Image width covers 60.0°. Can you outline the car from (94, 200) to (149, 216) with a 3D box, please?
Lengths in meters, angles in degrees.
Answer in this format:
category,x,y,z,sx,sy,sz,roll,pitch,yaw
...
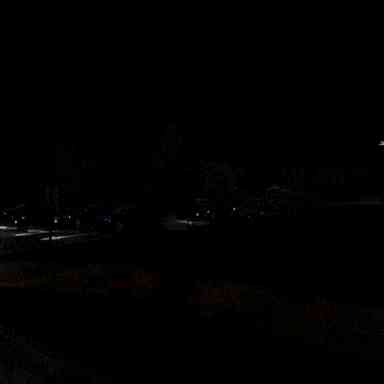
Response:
category,x,y,z,sx,sy,sz,roll,pitch,yaw
car,-6.970,1.547,33.492,2.033,1.411,5.357,0,0,36

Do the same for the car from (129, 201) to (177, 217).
category,x,y,z,sx,sy,sz,roll,pitch,yaw
car,-3.664,1.601,32.089,1.895,1.301,4.718,0,0,36

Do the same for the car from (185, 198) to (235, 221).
category,x,y,z,sx,sy,sz,roll,pitch,yaw
car,1.825,1.505,27.735,1.837,1.490,4.892,0,0,36

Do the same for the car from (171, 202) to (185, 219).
category,x,y,z,sx,sy,sz,roll,pitch,yaw
car,-1.123,1.601,29.632,1.895,1.301,4.718,0,0,36

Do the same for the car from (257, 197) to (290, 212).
category,x,y,z,sx,sy,sz,roll,pitch,yaw
car,9.862,1.478,38.755,1.882,1.535,5.008,0,1,36

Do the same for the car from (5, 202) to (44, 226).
category,x,y,z,sx,sy,sz,roll,pitch,yaw
car,-9.817,1.547,23.637,2.033,1.411,5.357,0,0,36

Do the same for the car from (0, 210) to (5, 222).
category,x,y,z,sx,sy,sz,roll,pitch,yaw
car,-12.614,1.526,25.742,1.812,1.442,4.674,0,0,36

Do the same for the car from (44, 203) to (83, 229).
category,x,y,z,sx,sy,sz,roll,pitch,yaw
car,-6.725,1.491,21.938,2.128,1.511,4.902,0,0,36

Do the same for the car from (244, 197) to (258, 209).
category,x,y,z,sx,sy,sz,roll,pitch,yaw
car,9.127,1.506,43.676,1.837,1.490,4.892,0,0,36

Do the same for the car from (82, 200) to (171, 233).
category,x,y,z,sx,sy,sz,roll,pitch,yaw
car,-3.760,1.478,20.064,1.882,1.535,5.008,0,0,36
